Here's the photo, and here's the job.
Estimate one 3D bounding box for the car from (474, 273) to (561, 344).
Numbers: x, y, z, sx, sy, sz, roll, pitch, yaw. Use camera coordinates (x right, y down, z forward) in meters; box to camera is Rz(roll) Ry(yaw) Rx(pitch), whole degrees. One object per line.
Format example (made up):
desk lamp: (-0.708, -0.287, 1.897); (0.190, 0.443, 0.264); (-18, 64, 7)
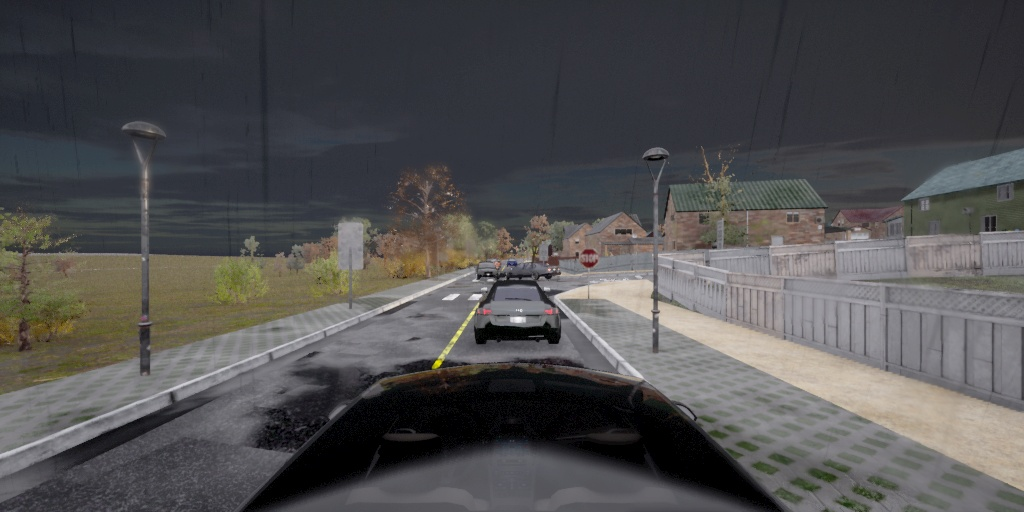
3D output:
car: (0.103, 1.313, 9.565); (1.994, 1.385, 4.181); (0, 0, -1)

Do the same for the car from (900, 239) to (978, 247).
car: (23.889, -0.208, 20.532); (4.902, 1.511, 2.128); (-3, 0, 14)

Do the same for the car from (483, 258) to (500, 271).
car: (-2.843, 1.120, 51.309); (2.097, 1.767, 4.553); (0, 0, 1)

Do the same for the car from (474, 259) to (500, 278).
car: (-2.248, 1.257, 31.491); (1.837, 1.490, 4.892); (0, 0, -8)

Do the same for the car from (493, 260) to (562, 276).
car: (1.339, 1.197, 28.579); (5.357, 1.411, 2.033); (-4, -3, 43)

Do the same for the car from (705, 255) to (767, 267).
car: (14.389, 0.413, 22.954); (4.181, 1.385, 1.994); (-3, 0, 16)
